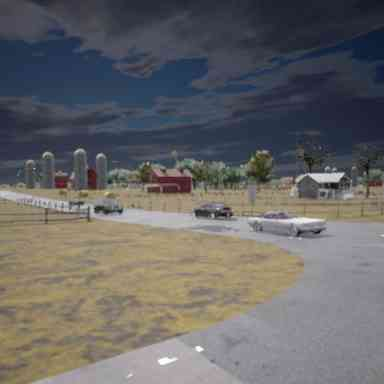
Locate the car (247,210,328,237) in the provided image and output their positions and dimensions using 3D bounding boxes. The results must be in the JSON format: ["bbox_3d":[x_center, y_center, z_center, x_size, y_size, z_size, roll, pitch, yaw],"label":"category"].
[{"bbox_3d":[5.340,1.724,19.098,1.895,1.301,4.718,-2,0,-29],"label":"car"}]

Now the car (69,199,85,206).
[{"bbox_3d":[-22.615,1.975,65.197,1.895,1.301,4.718,-2,2,-36],"label":"car"}]

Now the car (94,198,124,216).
[{"bbox_3d":[-10.640,1.824,42.152,2.150,2.045,5.566,-2,1,-36],"label":"car"}]

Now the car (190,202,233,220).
[{"bbox_3d":[1.761,1.750,31.208,1.837,1.490,4.892,-2,1,-36],"label":"car"}]
